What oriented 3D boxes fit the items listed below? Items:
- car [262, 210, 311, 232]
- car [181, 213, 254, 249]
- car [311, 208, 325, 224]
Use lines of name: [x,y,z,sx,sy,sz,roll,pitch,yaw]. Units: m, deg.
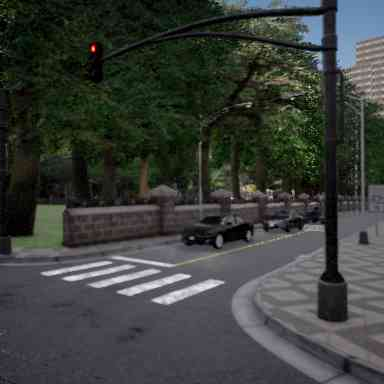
car: [6.855,2.064,24.667,2.128,1.511,4.902,-1,-2,35]
car: [1.425,1.857,16.974,1.882,1.535,5.008,-1,-1,35]
car: [12.467,2.324,32.600,2.033,1.411,5.357,-1,-2,36]
